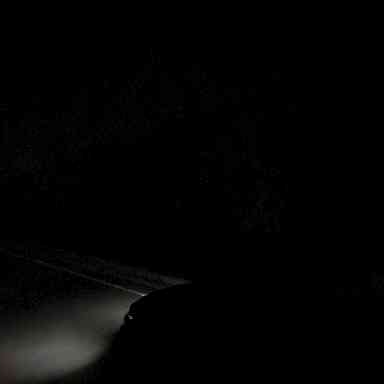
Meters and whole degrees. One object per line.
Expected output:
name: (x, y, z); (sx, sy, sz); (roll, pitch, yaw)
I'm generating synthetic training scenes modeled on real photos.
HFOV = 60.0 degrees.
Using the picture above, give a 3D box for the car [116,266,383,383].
car: (1.271, 1.521, 3.344); (4.674, 1.442, 1.812); (1, 1, 37)
